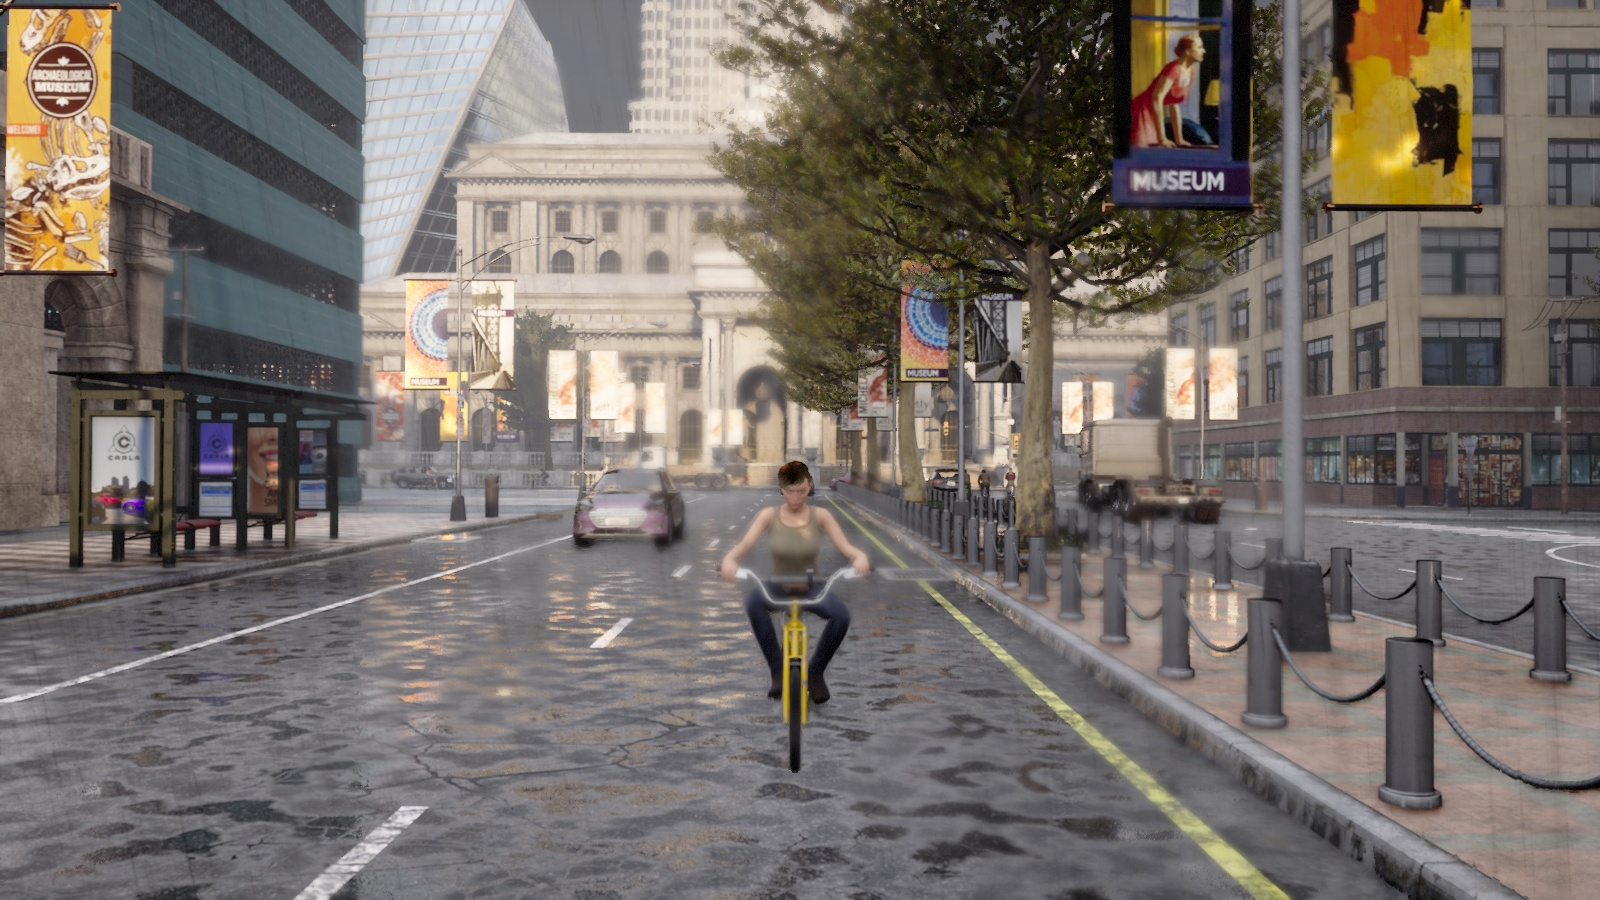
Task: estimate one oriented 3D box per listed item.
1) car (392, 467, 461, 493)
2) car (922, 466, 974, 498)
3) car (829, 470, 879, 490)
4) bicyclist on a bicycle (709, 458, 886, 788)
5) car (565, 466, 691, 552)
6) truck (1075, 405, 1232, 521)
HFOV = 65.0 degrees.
[{"bbox_3d":[-27.822,2.228,93.593,4.605,1.855,1.932,0,-1,0],"label":"car"},{"bbox_3d":[7.850,1.692,67.100,2.242,1.667,4.611,0,-1,0],"label":"car"},{"bbox_3d":[4.149,2.304,97.039,3.806,1.475,1.970,0,-1,0],"label":"car"},{"bbox_3d":[-0.020,0.860,6.930,0.866,1.612,1.509,0,-1,0],"label":"bicyclist on a bicycle"},{"bbox_3d":[-3.559,1.184,26.852,2.033,1.649,4.856,0,-1,0],"label":"car"},{"bbox_3d":[11.405,0.443,41.396,2.891,3.462,7.936,0,-1,0],"label":"truck"}]
